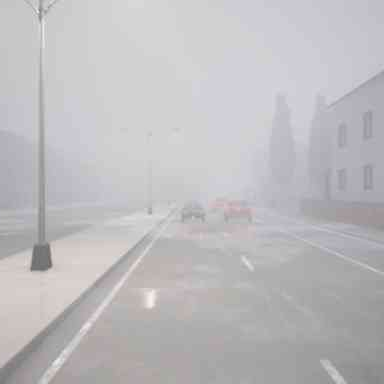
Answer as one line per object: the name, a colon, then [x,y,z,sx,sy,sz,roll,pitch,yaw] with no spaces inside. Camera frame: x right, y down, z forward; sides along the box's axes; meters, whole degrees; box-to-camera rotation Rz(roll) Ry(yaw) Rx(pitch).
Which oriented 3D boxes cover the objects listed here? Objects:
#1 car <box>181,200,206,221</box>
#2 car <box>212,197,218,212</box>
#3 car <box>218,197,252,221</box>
car: [0.099,1.622,27.055,1.895,1.301,4.718,0,0,0]
car: [3.569,1.382,40.130,2.097,1.767,4.553,0,0,0]
car: [3.554,1.372,27.426,2.097,1.767,4.553,0,0,0]
